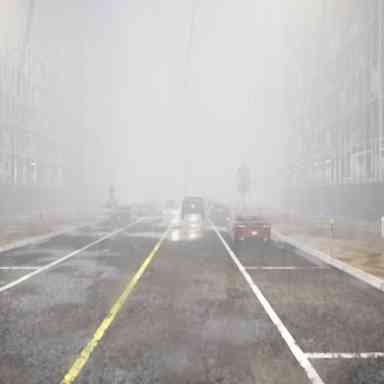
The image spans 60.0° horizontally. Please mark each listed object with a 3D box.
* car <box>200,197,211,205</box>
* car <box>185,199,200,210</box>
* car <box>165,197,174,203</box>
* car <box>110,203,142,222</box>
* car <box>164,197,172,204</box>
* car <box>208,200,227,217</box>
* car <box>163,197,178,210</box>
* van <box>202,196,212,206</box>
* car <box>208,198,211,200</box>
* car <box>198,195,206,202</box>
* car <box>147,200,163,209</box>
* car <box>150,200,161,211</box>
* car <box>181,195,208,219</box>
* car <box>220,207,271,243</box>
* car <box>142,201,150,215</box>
[{"bbox_3d":[2.717,1.849,67.836,1.967,1.590,4.097,0,0,0],"label":"car"},{"bbox_3d":[0.024,1.802,49.569,2.128,1.511,4.902,0,0,0],"label":"car"},{"bbox_3d":[-5.658,2.046,84.926,2.008,1.369,4.403,0,0,0],"label":"car"},{"bbox_3d":[-5.678,1.729,28.000,1.887,1.381,4.507,0,0,0],"label":"car"},{"bbox_3d":[-5.660,1.992,79.063,1.752,1.417,4.829,0,0,0],"label":"car"},{"bbox_3d":[2.704,1.783,33.682,1.947,1.339,4.313,0,0,0],"label":"car"},{"bbox_3d":[-3.064,1.807,48.387,1.837,1.490,4.892,0,0,0],"label":"car"},{"bbox_3d":[2.715,1.720,62.146,1.690,1.788,3.998,0,0,0],"label":"van"},{"bbox_3d":[2.709,1.850,45.066,1.947,1.339,4.313,0,0,0],"label":"car"},{"bbox_3d":[2.726,1.837,90.605,2.192,1.841,5.009,0,0,0],"label":"car"},{"bbox_3d":[-5.670,1.883,50.770,1.947,1.339,4.313,0,0,0],"label":"car"},{"bbox_3d":[-5.672,1.830,45.078,1.887,1.381,4.507,0,0,0],"label":"car"},{"bbox_3d":[0.102,1.426,31.949,2.150,2.045,5.566,0,-1,0],"label":"car"},{"bbox_3d":[2.699,1.657,16.606,1.887,1.381,4.507,0,0,0],"label":"car"},{"bbox_3d":[-5.676,1.800,33.693,1.802,1.307,4.206,0,0,0],"label":"car"}]
